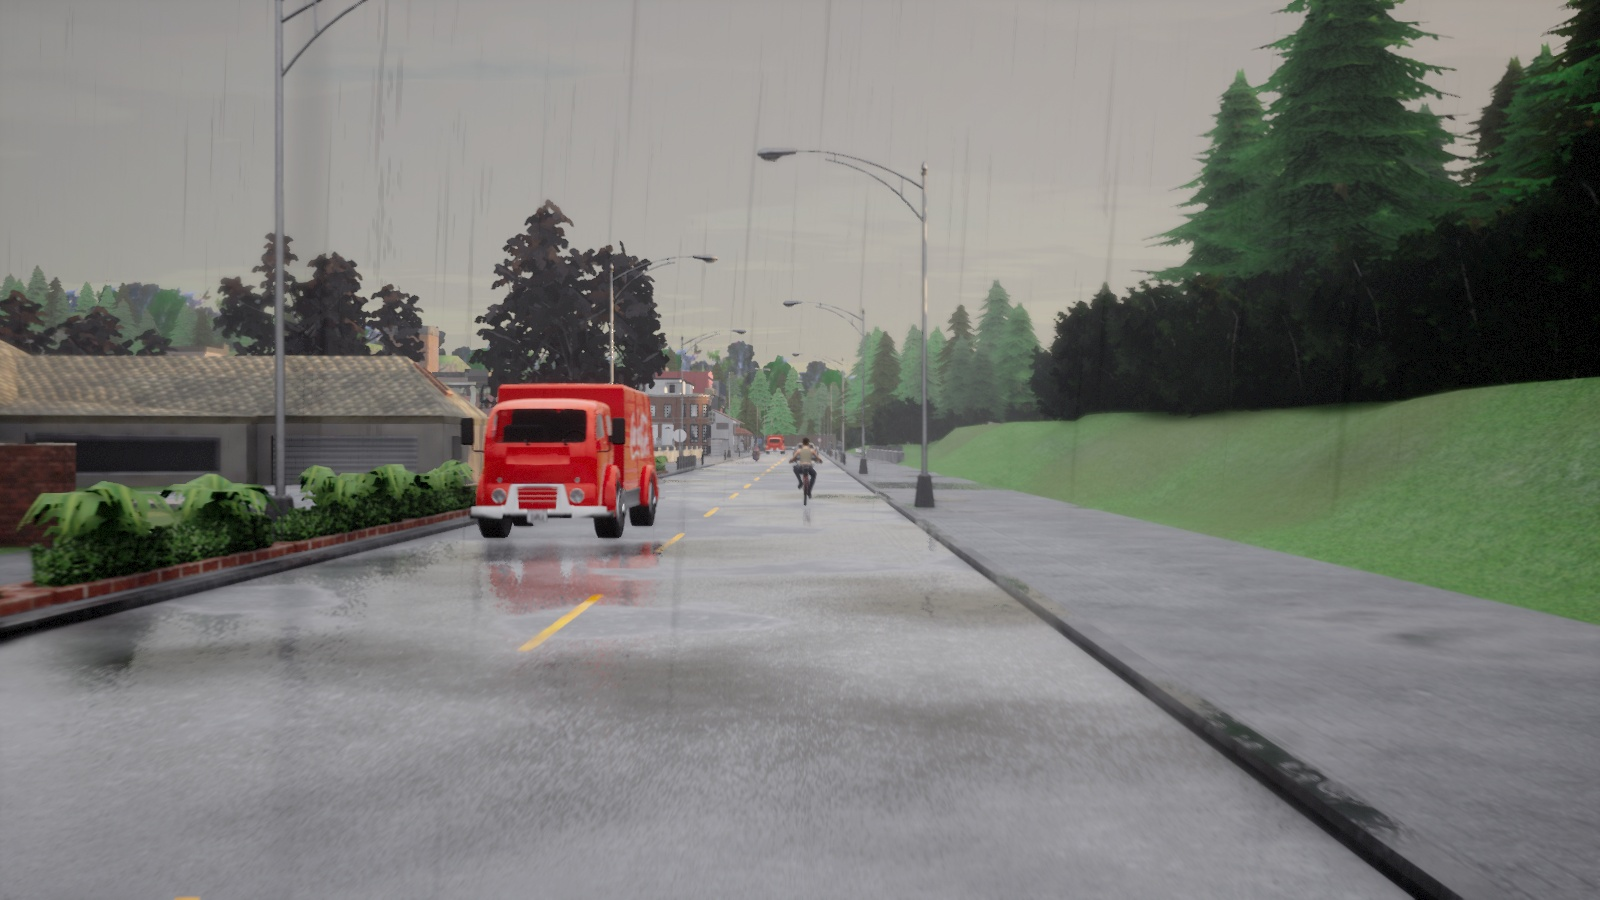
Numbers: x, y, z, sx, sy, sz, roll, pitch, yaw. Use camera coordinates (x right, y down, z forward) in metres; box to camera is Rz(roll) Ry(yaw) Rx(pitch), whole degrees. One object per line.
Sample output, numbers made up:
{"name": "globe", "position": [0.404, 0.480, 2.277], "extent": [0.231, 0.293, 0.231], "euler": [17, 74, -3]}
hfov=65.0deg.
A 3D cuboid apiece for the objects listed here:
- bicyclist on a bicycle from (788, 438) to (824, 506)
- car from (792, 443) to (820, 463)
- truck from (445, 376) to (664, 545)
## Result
{"name": "bicyclist on a bicycle", "position": [0.148, 0.511, 30.453], "extent": [0.866, 1.612, 1.509], "euler": [0, 0, 1]}
{"name": "car", "position": [0.439, 0.188, 92.943], "extent": [1.970, 1.475, 3.806], "euler": [0, 0, 0]}
{"name": "truck", "position": [-3.875, 0.138, 20.989], "extent": [2.627, 2.467, 5.204], "euler": [0, 0, 0]}
